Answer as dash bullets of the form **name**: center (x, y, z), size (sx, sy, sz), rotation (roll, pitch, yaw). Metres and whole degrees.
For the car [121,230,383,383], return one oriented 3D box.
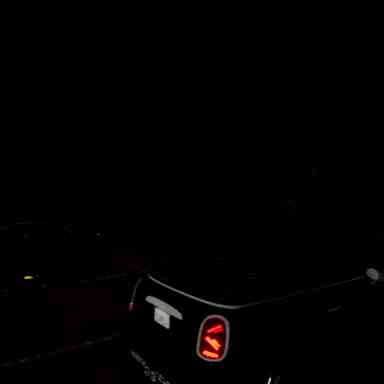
- **car**: center (1.410, 1.341, 4.753), size (4.553, 1.767, 2.097), rotation (0, 0, -35)

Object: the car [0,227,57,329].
- **car**: center (-4.717, 1.528, 4.927), size (4.674, 1.442, 1.812), rotation (0, 0, -35)

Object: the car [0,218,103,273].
- **car**: center (-4.931, 1.487, 9.072), size (4.902, 1.511, 2.128), rotation (0, 0, -35)
